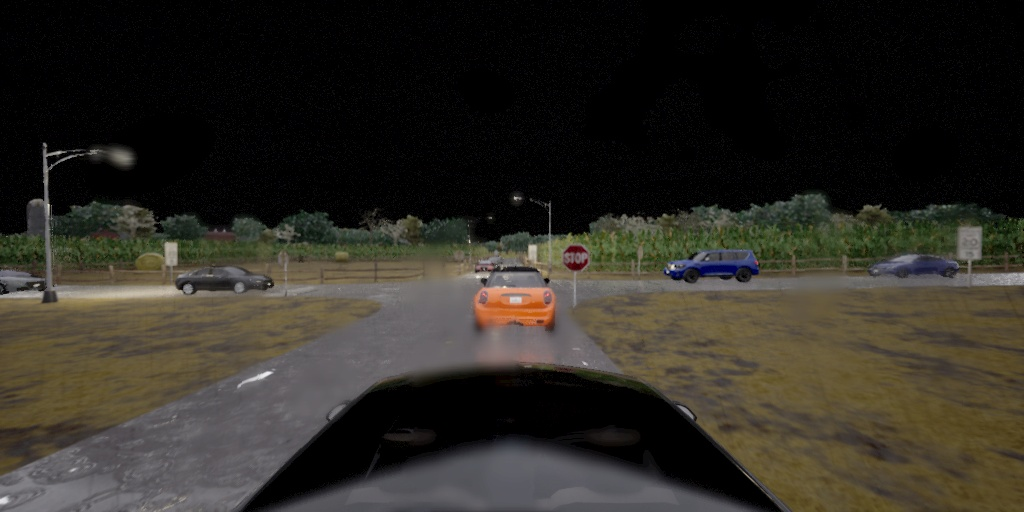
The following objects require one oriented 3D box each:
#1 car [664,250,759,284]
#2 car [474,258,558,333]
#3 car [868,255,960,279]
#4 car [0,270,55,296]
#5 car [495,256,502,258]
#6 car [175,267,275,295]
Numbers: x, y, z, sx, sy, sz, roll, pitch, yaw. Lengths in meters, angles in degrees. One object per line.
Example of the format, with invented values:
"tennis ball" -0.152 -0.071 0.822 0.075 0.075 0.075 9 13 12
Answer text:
"car" 12.815 0.631 23.173 5.566 2.045 2.150 -1 1 -1
"car" 0.095 1.071 10.783 2.097 1.767 4.553 0 0 0
"car" 25.920 0.684 23.175 4.674 1.442 1.812 -2 1 0
"car" -29.003 1.480 20.374 4.181 1.385 1.994 0 1 0
"car" -2.795 0.953 52.906 1.837 1.490 4.892 0 0 0
"car" -16.171 1.361 20.326 4.892 1.490 1.837 0 1 1
